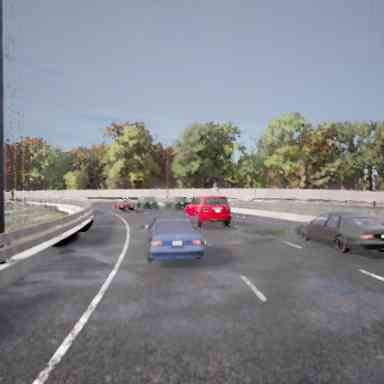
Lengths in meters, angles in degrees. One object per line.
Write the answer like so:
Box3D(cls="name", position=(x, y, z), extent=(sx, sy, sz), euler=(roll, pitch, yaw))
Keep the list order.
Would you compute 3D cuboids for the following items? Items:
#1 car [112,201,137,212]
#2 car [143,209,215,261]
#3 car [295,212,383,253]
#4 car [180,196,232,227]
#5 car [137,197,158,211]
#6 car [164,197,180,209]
Box3D(cls="car", position=(-8.653, 1.727, 41.452), extent=(1.895, 1.301, 4.718), euler=(0, 0, -23))
Box3D(cls="car", position=(-0.753, 1.575, 12.386), extent=(2.033, 1.411, 5.357), euler=(0, 0, -7))
Box3D(cls="car", position=(6.140, 1.536, 13.607), extent=(2.033, 1.411, 5.357), euler=(0, 0, -7))
Box3D(cls="car", position=(0.975, 1.257, 22.954), extent=(2.150, 2.045, 5.566), euler=(0, 0, -13))
Box3D(cls="car", position=(-6.062, 1.467, 44.036), extent=(2.097, 1.767, 4.553), euler=(0, 0, -24))
Box3D(cls="car", position=(-2.069, 1.443, 43.604), extent=(2.097, 1.767, 4.553), euler=(0, 0, -23))
